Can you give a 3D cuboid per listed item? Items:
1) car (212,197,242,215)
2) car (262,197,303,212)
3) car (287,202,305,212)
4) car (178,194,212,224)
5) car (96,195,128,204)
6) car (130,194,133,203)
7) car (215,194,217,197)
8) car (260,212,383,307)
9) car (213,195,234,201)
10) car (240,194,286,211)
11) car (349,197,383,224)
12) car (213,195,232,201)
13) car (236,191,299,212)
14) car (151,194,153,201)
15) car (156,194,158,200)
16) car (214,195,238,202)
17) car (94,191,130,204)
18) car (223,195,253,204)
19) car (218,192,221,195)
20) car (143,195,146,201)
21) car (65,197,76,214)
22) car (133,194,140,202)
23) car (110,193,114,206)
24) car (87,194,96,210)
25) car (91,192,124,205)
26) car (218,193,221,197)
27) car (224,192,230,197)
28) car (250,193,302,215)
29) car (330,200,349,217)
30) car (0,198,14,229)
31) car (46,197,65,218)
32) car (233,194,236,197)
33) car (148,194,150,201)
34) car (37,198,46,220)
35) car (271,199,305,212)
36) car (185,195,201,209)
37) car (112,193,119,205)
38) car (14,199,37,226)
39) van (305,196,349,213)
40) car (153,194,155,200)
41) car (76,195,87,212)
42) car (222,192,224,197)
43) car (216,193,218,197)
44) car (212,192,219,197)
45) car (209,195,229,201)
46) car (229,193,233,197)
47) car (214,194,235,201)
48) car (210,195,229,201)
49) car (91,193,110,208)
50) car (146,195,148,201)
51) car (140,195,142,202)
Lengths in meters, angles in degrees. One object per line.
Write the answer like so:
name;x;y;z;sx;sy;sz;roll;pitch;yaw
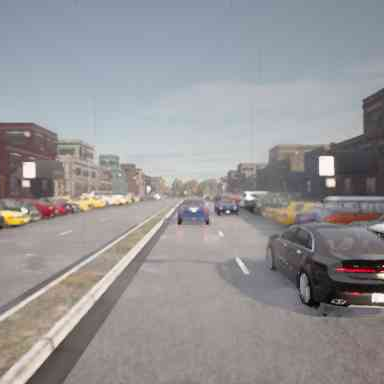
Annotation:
car;3.093;1.398;30.786;1.895;1.301;4.718;0;1;0
car;7.821;1.345;22.653;5.366;1.575;1.946;0;0;0
car;7.634;1.430;17.138;4.674;1.452;2.002;0;0;0
car;0.099;1.213;23.727;2.097;1.767;4.553;0;1;0
car;-12.805;1.235;53.274;4.674;1.452;2.002;0;0;0
car;-12.770;1.090;56.053;4.553;1.767;2.185;0;0;0
car;7.624;1.362;66.751;4.674;1.452;2.002;0;-1;0
car;3.098;1.472;7.875;1.837;1.490;4.892;0;0;0
car;7.653;1.500;80.535;4.792;1.488;2.163;0;-1;0
car;7.664;1.101;36.438;4.553;1.767;2.185;0;0;0
car;7.610;1.190;8.860;5.566;2.045;2.435;0;0;0
car;7.621;1.545;83.329;4.674;1.452;2.002;0;-1;0
car;7.661;1.000;33.682;5.566;2.045;2.435;0;1;0
car;-12.753;1.486;81.184;5.008;1.535;2.097;0;-1;0
car;-12.747;1.628;92.175;4.892;1.521;2.231;0;-1;0
car;7.620;1.408;75.022;5.008;1.535;2.097;0;-1;0
car;-12.783;0.929;50.500;5.566;2.045;2.435;0;0;0
car;7.626;1.261;55.725;4.674;1.452;2.002;0;0;0
car;7.659;1.144;61.238;4.553;1.767;2.185;0;-1;0
car;-12.749;1.387;69.944;4.792;1.488;2.163;0;-1;0
car;-12.879;1.324;28.280;4.792;1.488;2.163;0;1;0
car;-12.798;1.272;61.732;4.892;1.521;2.231;0;-1;0
car;-12.828;1.220;42.289;4.674;1.452;2.002;0;0;0
car;-12.845;1.241;33.962;5.008;1.535;2.097;0;1;0
car;-13.002;1.171;47.721;5.366;1.575;1.946;0;0;0
car;7.623;1.243;58.479;5.008;1.535;2.097;0;-1;0
car;7.603;0.935;44.705;5.566;2.045;2.435;0;0;0
car;7.603;1.175;28.168;4.553;1.767;2.185;0;0;0
car;7.669;1.301;11.620;4.553;1.767;2.185;0;0;0
car;-12.839;1.137;17.279;5.566;2.045;2.435;0;0;0
car;-12.849;1.320;25.499;5.008;1.535;2.097;0;1;0
car;7.661;1.238;39.197;4.792;1.488;2.163;0;0;0
car;-12.762;1.420;75.502;4.892;1.521;2.231;0;-1;0
car;-12.890;1.219;22.720;4.553;1.767;2.185;0;1;0
car;7.821;1.367;19.894;5.366;1.575;1.946;0;0;0
car;0.092;1.196;41.058;1.882;1.535;5.008;0;0;0
car;-12.818;1.213;44.947;4.674;1.452;2.002;0;0;0
car;-12.678;1.364;20.064;5.366;1.575;1.946;0;0;0
van;7.520;1.183;14.377;4.442;1.987;1.878;0;0;0
car;-12.747;1.594;86.617;4.674;1.452;2.002;0;-1;0
car;-12.851;1.269;31.059;4.892;1.521;2.231;0;1;0
car;7.602;0.931;47.458;5.566;2.045;2.435;0;0;0
car;7.656;1.325;63.994;4.792;1.488;2.163;0;-1;0
car;7.655;1.099;69.511;5.566;2.045;2.435;0;-1;0
car;7.436;1.609;91.564;5.366;1.575;1.946;0;-1;0
car;7.626;1.191;41.948;5.008;1.535;2.097;0;0;0
car;7.593;1.314;77.781;4.553;1.767;2.185;0;-1;0
car;7.806;1.647;94.327;5.366;1.575;1.946;0;-1;0
car;-13.015;1.193;39.519;5.366;1.575;1.946;0;0;0
car;-12.778;1.387;72.722;5.008;1.535;2.097;0;-1;0
car;-12.973;1.296;64.512;5.366;1.575;1.946;0;-1;0
